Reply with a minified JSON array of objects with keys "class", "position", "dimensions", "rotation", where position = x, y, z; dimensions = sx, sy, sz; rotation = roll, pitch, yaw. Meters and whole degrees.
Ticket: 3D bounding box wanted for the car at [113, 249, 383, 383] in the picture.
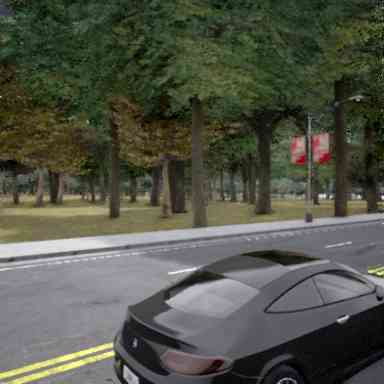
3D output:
[{"class":"car","position":[1.316,1.515,4.380],"dimensions":[4.674,1.442,1.812],"rotation":[0,0,-35]}]
